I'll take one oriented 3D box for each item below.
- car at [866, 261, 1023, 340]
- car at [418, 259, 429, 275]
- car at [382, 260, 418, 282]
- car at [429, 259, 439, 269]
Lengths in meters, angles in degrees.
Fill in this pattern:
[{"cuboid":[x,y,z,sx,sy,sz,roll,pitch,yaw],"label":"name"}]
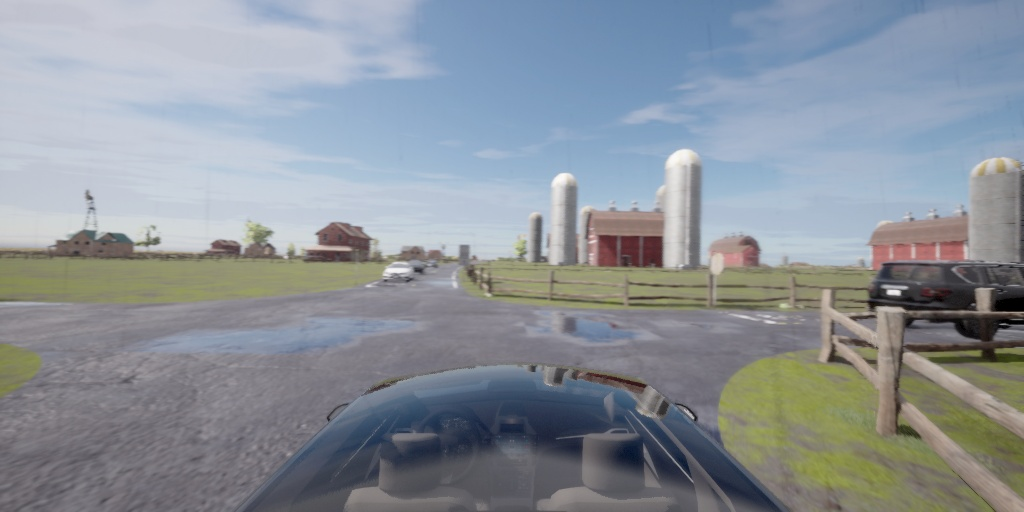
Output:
[{"cuboid":[13.490,1.175,10.234,5.566,2.045,2.150,1,-1,-2],"label":"car"},{"cuboid":[-10.556,1.190,39.204,1.882,1.535,5.008,2,-1,-9],"label":"car"},{"cuboid":[-8.687,1.205,27.828,1.812,1.442,4.674,2,0,-10],"label":"car"},{"cuboid":[-13.119,1.279,58.825,2.128,1.511,4.902,2,-1,-6],"label":"car"}]
